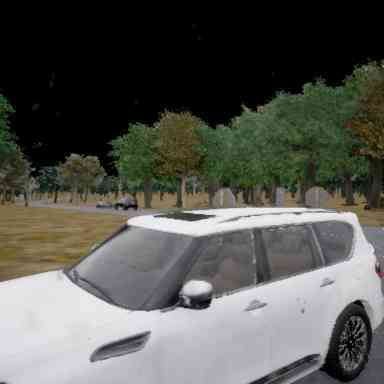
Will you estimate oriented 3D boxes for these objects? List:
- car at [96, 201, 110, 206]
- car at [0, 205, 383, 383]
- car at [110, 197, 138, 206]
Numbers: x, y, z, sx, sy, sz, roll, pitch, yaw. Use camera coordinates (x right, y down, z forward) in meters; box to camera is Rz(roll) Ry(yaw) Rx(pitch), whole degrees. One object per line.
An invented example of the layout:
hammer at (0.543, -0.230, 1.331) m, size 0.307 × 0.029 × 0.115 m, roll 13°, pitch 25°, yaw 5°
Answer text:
car at (-15.903, 2.284, 60.079) m, size 2.128 × 1.511 × 4.902 m, roll 2°, pitch -2°, yaw -34°
car at (0.065, 1.243, 3.915) m, size 5.566 × 2.045 × 2.150 m, roll 0°, pitch 0°, yaw -36°
car at (-10.294, 1.852, 51.932) m, size 2.150 × 2.045 × 5.566 m, roll 2°, pitch -2°, yaw -34°
